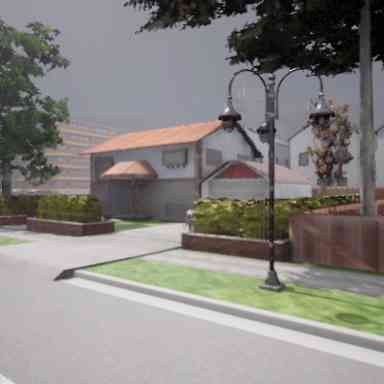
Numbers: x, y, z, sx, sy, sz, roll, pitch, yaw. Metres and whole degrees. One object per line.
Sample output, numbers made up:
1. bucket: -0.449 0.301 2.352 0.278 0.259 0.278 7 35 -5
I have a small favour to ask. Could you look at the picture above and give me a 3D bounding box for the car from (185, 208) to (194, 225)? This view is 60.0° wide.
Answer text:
1. car: 1.336 1.167 19.370 1.970 1.475 3.806 0 0 36
